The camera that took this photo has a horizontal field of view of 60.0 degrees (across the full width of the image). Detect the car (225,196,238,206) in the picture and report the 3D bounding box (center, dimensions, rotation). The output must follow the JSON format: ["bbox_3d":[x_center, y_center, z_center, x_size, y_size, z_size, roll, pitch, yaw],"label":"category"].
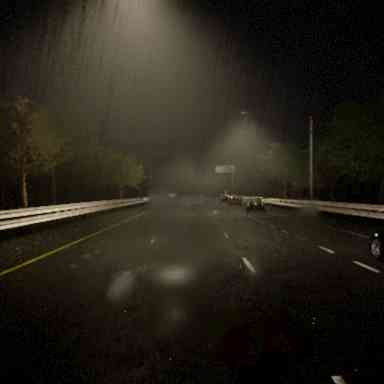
[{"bbox_3d":[7.187,1.638,56.500,1.994,1.385,4.181,0,0,0],"label":"car"}]

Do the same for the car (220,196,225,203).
[{"bbox_3d":[7.310,1.623,73.416,1.812,1.442,4.674,0,0,0],"label":"car"}]

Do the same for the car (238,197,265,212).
[{"bbox_3d":[7.091,1.396,39.124,2.097,1.767,4.553,0,0,0],"label":"car"}]

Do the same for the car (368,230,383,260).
[{"bbox_3d":[7.006,1.514,9.567,1.837,1.490,4.892,0,0,0],"label":"car"}]
